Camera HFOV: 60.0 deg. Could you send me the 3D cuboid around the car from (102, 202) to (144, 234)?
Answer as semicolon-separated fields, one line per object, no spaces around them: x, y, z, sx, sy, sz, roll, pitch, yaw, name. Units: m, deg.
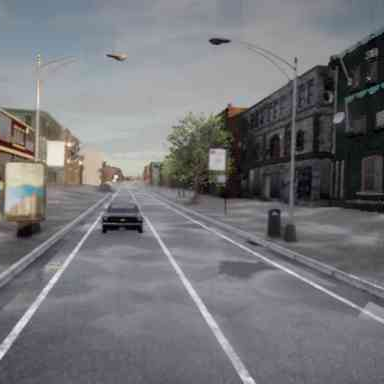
-3.413;1.211;16.464;1.895;1.301;4.718;2;1;-12;car
